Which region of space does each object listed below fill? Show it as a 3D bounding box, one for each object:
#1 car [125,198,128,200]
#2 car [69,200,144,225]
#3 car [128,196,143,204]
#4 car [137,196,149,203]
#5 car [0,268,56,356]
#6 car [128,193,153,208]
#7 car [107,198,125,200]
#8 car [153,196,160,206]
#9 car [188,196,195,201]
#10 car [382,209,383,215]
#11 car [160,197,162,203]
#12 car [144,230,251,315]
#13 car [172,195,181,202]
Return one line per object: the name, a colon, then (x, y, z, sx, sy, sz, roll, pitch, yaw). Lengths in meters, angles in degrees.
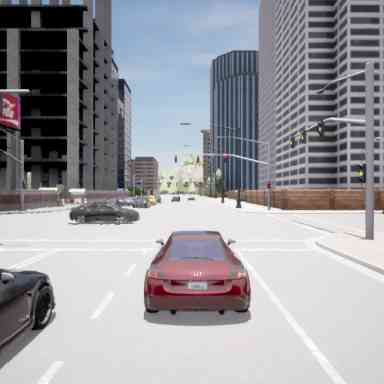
car: (-10.637, 1.600, 53.583, 1.895, 1.301, 4.718, 0, 0, 0)
car: (-6.194, 1.504, 23.709, 4.892, 1.490, 1.837, 0, 0, 0)
car: (-10.612, 1.563, 62.730, 1.994, 1.385, 4.181, 0, 0, 0)
car: (-10.616, 1.552, 72.725, 1.994, 1.385, 4.181, 0, 0, 0)
car: (-3.413, 1.564, 4.244, 1.994, 1.385, 4.181, 0, 0, 0)
car: (-7.159, 1.351, 47.018, 2.097, 1.767, 4.553, 0, 0, 0)
car: (-10.662, 1.525, 44.475, 1.812, 1.442, 4.674, 0, 0, 0)
car: (-7.120, 1.477, 56.354, 1.882, 1.535, 5.008, 0, 0, 0)
car: (-0.135, 1.594, 84.240, 1.895, 1.301, 4.718, 0, 0, 0)
car: (18.507, 1.600, 27.580, 4.718, 1.301, 1.895, 0, 0, 0)
car: (-7.106, 1.504, 66.552, 1.837, 1.490, 4.892, 0, 0, 0)
car: (0.089, 1.564, 7.660, 1.994, 1.385, 4.181, 0, 0, 0)
car: (-3.624, 1.524, 77.915, 2.128, 1.511, 4.902, 0, 0, 0)
